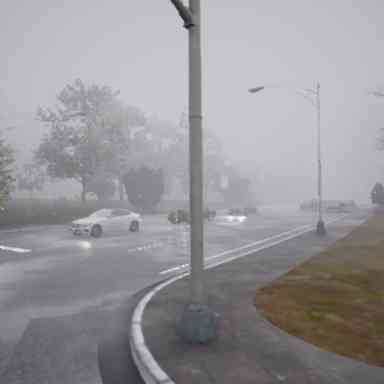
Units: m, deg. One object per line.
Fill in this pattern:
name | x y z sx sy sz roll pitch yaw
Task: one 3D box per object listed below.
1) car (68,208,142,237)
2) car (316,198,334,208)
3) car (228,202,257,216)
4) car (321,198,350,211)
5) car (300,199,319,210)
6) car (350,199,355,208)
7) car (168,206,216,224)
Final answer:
car | -4.876 1.677 19.317 1.812 1.442 4.674 -1 -1 34
car | 21.651 1.795 54.142 1.837 1.490 4.892 -1 -1 33
car | 5.382 1.749 35.318 1.994 1.385 4.181 -1 -1 31
car | 18.315 1.704 42.369 2.033 1.411 5.357 -1 -1 32
car | 16.217 1.719 45.613 1.837 1.490 4.892 -1 -1 32
car | 23.999 1.783 51.332 2.033 1.411 5.357 -1 -1 32
car | 0.068 1.759 26.910 1.895 1.301 4.718 -1 -1 33
